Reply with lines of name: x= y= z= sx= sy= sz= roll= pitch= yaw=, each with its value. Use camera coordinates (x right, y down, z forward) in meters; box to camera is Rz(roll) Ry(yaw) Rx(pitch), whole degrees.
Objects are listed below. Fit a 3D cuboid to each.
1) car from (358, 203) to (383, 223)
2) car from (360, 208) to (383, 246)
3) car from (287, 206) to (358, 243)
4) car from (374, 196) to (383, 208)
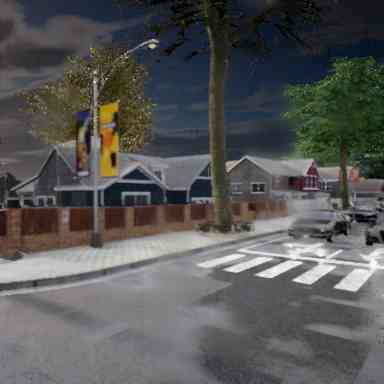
car: x=12.499 y=1.713 z=24.638 sx=1.895 sy=1.301 sz=4.718 roll=0 pitch=-1 yaw=37
car: x=9.061 y=1.616 z=14.766 sx=1.994 sy=1.385 sz=4.181 roll=0 pitch=0 yaw=37
car: x=6.706 y=1.617 z=17.045 sx=2.033 sy=1.411 sz=5.357 roll=0 pitch=0 yaw=37
car: x=21.101 y=1.414 z=35.893 sx=2.150 sy=2.045 sz=5.566 roll=0 pitch=-1 yaw=38
